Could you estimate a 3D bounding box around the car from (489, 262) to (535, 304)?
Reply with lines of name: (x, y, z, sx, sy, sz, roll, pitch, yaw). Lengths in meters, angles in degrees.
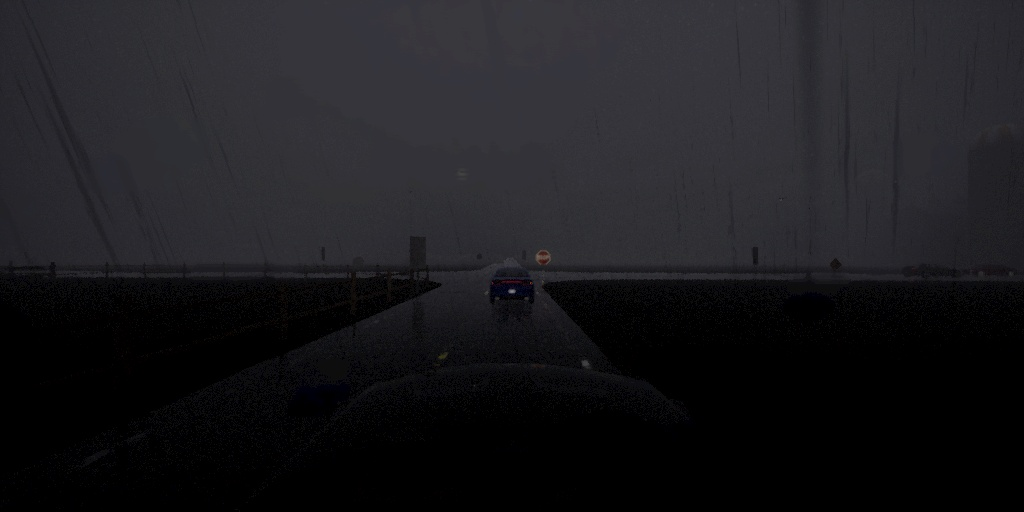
car: (0.001, 1.235, 16.502, 1.882, 1.535, 5.008, 0, 0, 0)

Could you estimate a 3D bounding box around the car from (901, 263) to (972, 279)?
car: (42.115, 1.471, 35.975, 4.902, 1.511, 2.128, 0, 1, 0)

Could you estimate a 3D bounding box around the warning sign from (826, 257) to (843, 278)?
warning sign: (29.330, 1.056, 32.465, 1.060, 1.860, 1.300, 0, 0, 0)
